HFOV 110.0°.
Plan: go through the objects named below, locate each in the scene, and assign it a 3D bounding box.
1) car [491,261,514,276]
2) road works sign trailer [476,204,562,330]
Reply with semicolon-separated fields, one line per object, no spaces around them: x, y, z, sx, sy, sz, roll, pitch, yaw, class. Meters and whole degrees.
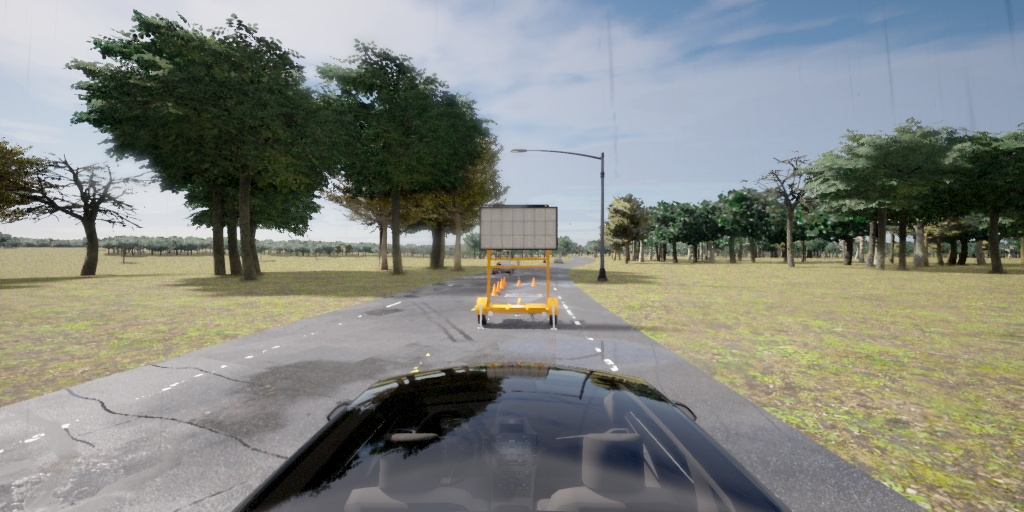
-0.886;1.305;37.808;1.812;1.442;4.674;0;0;8;car
0.205;0.215;11.159;2.380;3.560;2.880;0;0;3;road works sign trailer
